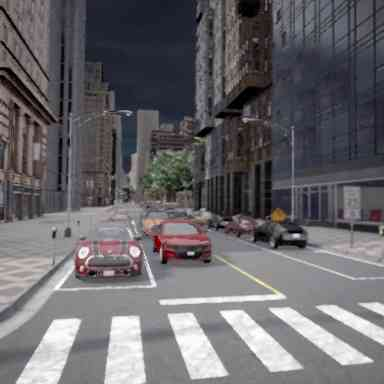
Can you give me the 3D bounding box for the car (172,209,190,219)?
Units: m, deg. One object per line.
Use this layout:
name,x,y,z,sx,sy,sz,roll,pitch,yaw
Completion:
car,-1.662,3.284,50.364,2.008,1.369,4.403,1,-2,-11

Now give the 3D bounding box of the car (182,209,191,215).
car,0.438,2.927,39.598,2.008,1.369,4.403,1,-2,-11

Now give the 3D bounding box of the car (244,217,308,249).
car,4.638,2.221,18.069,1.947,1.339,4.313,1,-2,-11

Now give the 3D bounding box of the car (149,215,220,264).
car,-0.522,1.931,13.922,1.882,1.535,5.008,1,-2,-11

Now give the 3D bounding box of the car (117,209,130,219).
car,-10.032,3.168,48.743,1.802,1.307,4.206,1,-2,-11

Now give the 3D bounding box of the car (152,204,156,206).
car,-7.961,4.107,82.667,2.192,1.841,5.009,1,-2,-11

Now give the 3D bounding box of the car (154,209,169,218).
car,-4.929,3.380,52.681,1.895,1.301,4.718,1,-2,-11

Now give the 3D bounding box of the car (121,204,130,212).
car,-17.381,4.137,86.436,2.192,1.841,5.009,1,-2,-11

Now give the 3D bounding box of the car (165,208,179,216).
car,-3.763,3.652,61.128,1.947,1.339,4.313,1,-2,-11

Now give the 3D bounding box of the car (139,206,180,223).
car,-2.379,2.124,23.447,2.097,1.767,4.553,1,-2,-11

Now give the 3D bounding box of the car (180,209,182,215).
car,-2.875,2.930,42.379,2.128,1.511,4.902,1,-2,-10

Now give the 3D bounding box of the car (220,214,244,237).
car,3.588,2.417,23.450,1.802,1.307,4.206,1,-2,-11

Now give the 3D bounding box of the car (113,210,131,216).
car,-5.830,2.414,27.211,1.887,1.381,4.507,1,-2,-11

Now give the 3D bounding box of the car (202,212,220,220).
car,2.538,2.581,28.833,1.947,1.339,4.313,1,-2,-11

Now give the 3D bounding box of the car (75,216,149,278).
car,-2.684,1.770,11.096,1.967,1.590,4.097,1,-2,-12

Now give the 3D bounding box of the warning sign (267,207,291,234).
warning sign,6.011,1.964,23.112,1.300,1.860,1.060,1,-2,-11

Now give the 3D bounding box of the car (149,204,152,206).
car,-10.060,4.460,93.431,2.192,1.841,5.009,1,-2,-11

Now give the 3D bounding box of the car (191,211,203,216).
car,1.455,2.727,34.384,1.752,1.417,4.829,1,-2,-11

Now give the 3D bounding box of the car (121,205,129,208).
car,-8.980,2.849,43.365,1.967,1.590,4.097,1,-2,-11

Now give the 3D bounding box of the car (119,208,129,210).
car,-6.848,2.569,32.428,1.752,1.417,4.829,1,-2,-11

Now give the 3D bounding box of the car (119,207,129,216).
car,-12.099,3.460,59.345,1.752,1.417,4.829,1,-2,-11
